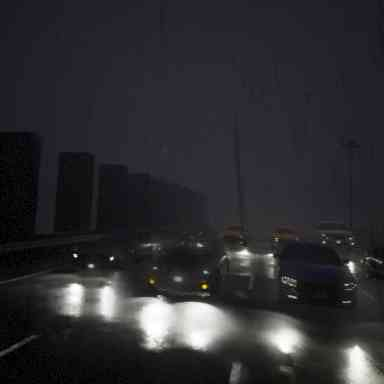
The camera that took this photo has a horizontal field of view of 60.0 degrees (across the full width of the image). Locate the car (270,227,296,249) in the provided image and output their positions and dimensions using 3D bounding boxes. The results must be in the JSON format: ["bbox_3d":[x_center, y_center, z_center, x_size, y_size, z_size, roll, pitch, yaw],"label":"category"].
[{"bbox_3d":[6.646,3.237,23.750,1.882,1.535,5.008,2,-4,14],"label":"car"}]

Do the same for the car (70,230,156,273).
[{"bbox_3d":[-2.811,2.300,13.844,2.033,1.411,5.357,2,-4,13],"label":"car"}]

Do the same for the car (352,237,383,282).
[{"bbox_3d":[7.421,2.591,11.510,2.033,1.411,5.357,2,-4,13],"label":"car"}]

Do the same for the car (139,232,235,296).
[{"bbox_3d":[0.070,2.246,10.687,1.994,1.385,4.181,2,-4,13],"label":"car"}]

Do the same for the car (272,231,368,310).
[{"bbox_3d":[3.538,2.274,10.161,1.882,1.535,5.008,2,-3,13],"label":"car"}]

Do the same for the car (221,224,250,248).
[{"bbox_3d":[3.254,3.145,24.605,1.882,1.535,5.008,2,-4,14],"label":"car"}]

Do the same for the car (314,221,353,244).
[{"bbox_3d":[10.625,3.241,25.229,2.150,2.045,5.566,2,-4,14],"label":"car"}]

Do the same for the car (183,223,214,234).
[{"bbox_3d":[0.664,3.356,28.691,2.033,1.411,5.357,2,-4,14],"label":"car"}]
